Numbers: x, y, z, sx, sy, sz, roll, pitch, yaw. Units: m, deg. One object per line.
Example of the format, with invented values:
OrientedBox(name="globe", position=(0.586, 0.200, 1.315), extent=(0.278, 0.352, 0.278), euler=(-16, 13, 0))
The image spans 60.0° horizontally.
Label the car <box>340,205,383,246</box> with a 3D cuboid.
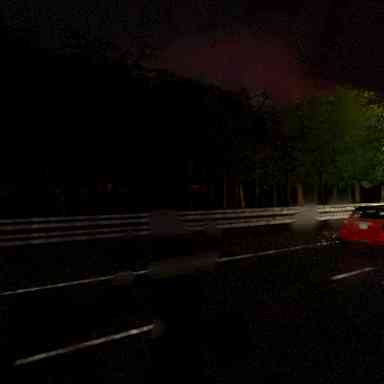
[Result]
OrientedBox(name="car", position=(8.302, 1.335, 13.996), extent=(4.553, 1.767, 2.097), euler=(0, 0, -35))
